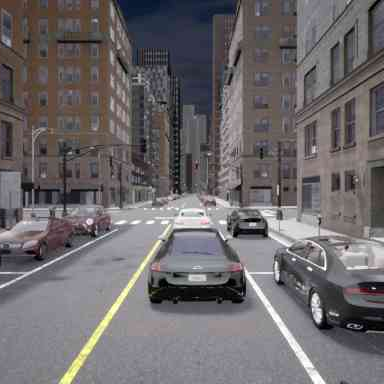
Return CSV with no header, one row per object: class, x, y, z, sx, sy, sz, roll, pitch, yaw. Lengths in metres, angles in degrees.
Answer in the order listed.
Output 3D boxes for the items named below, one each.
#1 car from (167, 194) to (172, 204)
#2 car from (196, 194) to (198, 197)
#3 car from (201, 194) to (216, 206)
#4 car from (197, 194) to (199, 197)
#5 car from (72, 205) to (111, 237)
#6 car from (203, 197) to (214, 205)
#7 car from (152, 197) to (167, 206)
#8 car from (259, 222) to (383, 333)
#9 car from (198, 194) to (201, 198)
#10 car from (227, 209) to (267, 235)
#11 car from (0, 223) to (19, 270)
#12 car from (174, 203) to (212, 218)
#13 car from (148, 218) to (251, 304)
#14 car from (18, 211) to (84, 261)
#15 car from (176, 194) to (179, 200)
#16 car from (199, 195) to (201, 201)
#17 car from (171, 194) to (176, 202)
car,-5.559,1.607,65.656,2.008,1.369,4.403,0,0,0
car,3.037,1.458,92.682,2.192,1.841,5.009,0,0,0
car,2.936,1.476,54.819,1.967,1.590,4.097,0,0,0
car,3.023,1.561,87.272,1.967,1.590,4.097,0,0,0
car,-5.655,1.441,17.736,1.967,1.590,4.097,0,0,0
car,2.951,1.571,60.398,1.752,1.417,4.829,0,0,0
car,-5.588,1.618,54.839,1.802,1.307,4.206,0,0,0
car,2.860,1.551,6.726,2.008,1.369,4.403,0,0,0
car,2.994,1.525,76.454,1.967,1.590,4.097,0,0,0
car,2.870,1.567,17.728,1.947,1.339,4.313,0,0,0
car,-5.665,1.566,6.733,1.947,1.339,4.313,0,0,0
car,0.049,1.526,16.951,1.812,1.442,4.674,0,0,1
car,0.089,1.564,8.192,1.994,1.385,4.181,0,0,0
car,-5.660,1.582,12.235,1.802,1.307,4.206,0,0,0
car,-5.488,1.457,92.699,2.192,1.841,5.009,0,0,0
car,2.966,1.607,65.636,2.008,1.369,4.403,0,0,0
car,-5.516,1.626,81.711,1.752,1.417,4.829,0,0,0
